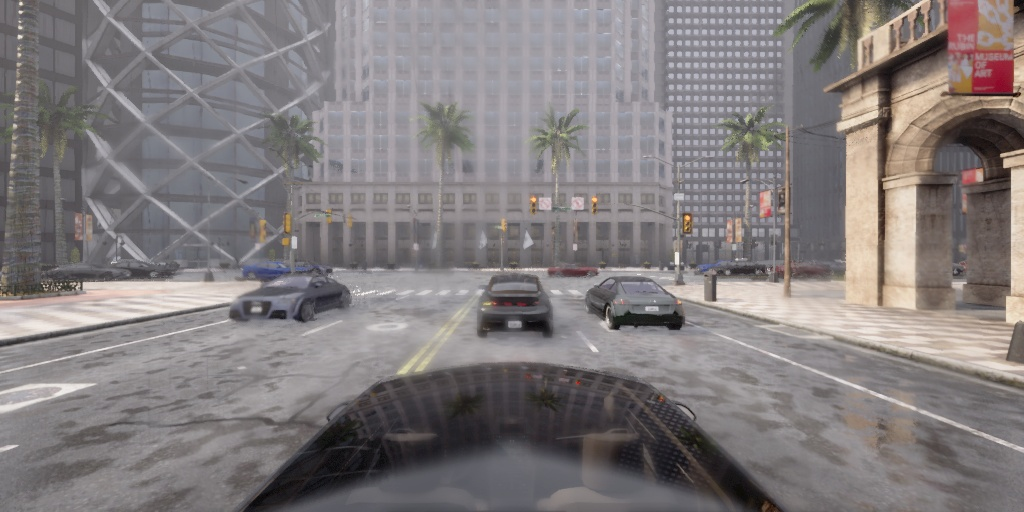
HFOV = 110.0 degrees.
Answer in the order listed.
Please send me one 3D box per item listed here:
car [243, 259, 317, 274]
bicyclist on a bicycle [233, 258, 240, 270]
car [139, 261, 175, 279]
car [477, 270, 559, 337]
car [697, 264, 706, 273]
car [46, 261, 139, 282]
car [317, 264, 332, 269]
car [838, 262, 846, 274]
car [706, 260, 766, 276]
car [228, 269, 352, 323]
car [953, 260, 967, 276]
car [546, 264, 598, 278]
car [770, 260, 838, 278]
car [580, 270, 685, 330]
[{"bbox_3d":[-19.244,1.227,29.489,5.008,1.535,1.882,0,0,1],"label":"car"},{"bbox_3d":[-35.744,1.050,46.596,0.582,1.620,1.656,0,0,-12],"label":"bicyclist on a bicycle"},{"bbox_3d":[-33.314,1.227,32.014,5.008,1.535,1.882,0,0,-15],"label":"car"},{"bbox_3d":[0.078,1.255,10.283,1.837,1.490,4.892,0,0,0],"label":"car"},{"bbox_3d":[23.449,1.227,40.259,5.008,1.535,1.882,0,0,0],"label":"car"},{"bbox_3d":[-33.391,1.275,28.428,4.674,1.442,1.812,0,0,-17],"label":"car"},{"bbox_3d":[-19.044,1.101,33.072,4.553,1.767,2.097,0,0,-1],"label":"car"},{"bbox_3d":[33.056,1.314,36.730,4.181,1.385,1.994,0,0,0],"label":"car"},{"bbox_3d":[23.188,1.227,36.759,5.008,1.535,1.882,0,0,0],"label":"car"},{"bbox_3d":[-7.104,1.314,11.979,1.994,1.385,4.181,0,0,0],"label":"car"},{"bbox_3d":[43.022,1.241,36.681,4.902,1.511,2.128,0,0,0],"label":"car"},{"bbox_3d":[5.591,1.351,33.112,4.718,1.301,1.895,0,0,0],"label":"car"},{"bbox_3d":[26.630,1.275,33.035,4.674,1.442,1.812,0,0,0],"label":"car"},{"bbox_3d":[3.582,1.314,11.148,1.994,1.385,4.181,0,0,0],"label":"car"}]
